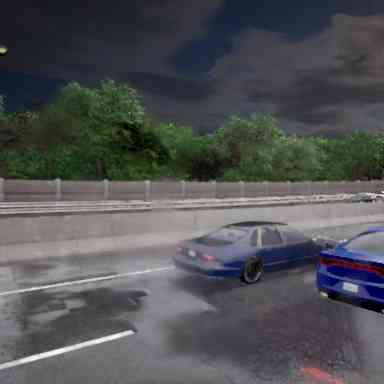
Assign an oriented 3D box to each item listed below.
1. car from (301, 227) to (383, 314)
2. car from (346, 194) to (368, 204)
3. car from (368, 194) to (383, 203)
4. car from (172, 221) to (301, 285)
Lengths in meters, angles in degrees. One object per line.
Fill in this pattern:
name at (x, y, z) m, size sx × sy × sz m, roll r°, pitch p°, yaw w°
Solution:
car at (4.763, 1.471, 7.124) m, size 5.008 × 1.535 × 1.882 m, roll 0°, pitch 0°, yaw -35°
car at (22.912, 1.044, 45.009) m, size 4.892 × 1.490 × 1.837 m, roll -1°, pitch 0°, yaw -33°
car at (25.024, 1.028, 42.212) m, size 4.902 × 1.511 × 2.128 m, roll -1°, pitch 1°, yaw -33°
car at (2.070, 1.541, 9.515) m, size 5.357 × 1.411 × 2.033 m, roll 0°, pitch 0°, yaw -35°
